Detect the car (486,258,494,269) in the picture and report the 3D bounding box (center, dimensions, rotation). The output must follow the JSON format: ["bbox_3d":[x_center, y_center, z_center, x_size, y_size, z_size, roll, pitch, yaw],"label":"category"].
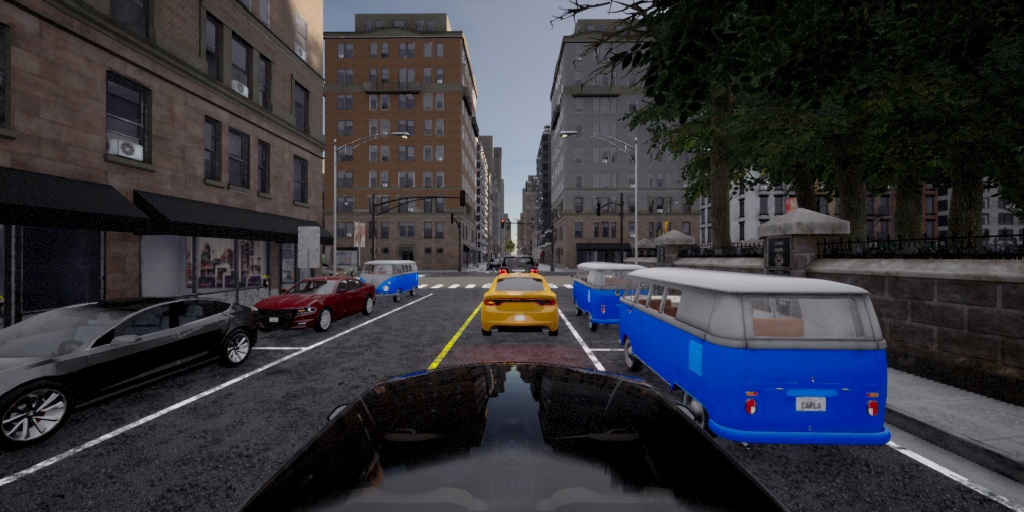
[{"bbox_3d":[-2.301,1.085,49.676,2.097,1.767,4.553,0,0,2],"label":"car"}]

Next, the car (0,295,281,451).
[{"bbox_3d":[-5.807,1.315,5.225,1.948,1.339,4.313,0,0,1],"label":"car"}]

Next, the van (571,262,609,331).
[{"bbox_3d":[2.830,1.089,10.723,1.690,1.789,3.998,0,0,1],"label":"van"}]

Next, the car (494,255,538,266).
[{"bbox_3d":[0.332,0.965,20.426,2.150,2.045,5.566,0,0,0],"label":"car"}]

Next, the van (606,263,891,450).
[{"bbox_3d":[2.716,1.091,5.066,1.690,1.789,3.998,0,0,1],"label":"van"}]

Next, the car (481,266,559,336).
[{"bbox_3d":[0.226,1.226,10.470,1.882,1.535,5.008,0,0,1],"label":"car"}]

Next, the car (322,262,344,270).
[{"bbox_3d":[-16.200,1.279,28.671,5.357,1.411,2.033,0,0,1],"label":"car"}]

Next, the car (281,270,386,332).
[{"bbox_3d":[-5.694,1.294,10.884,1.888,1.381,4.507,0,0,1],"label":"car"}]

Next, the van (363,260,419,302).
[{"bbox_3d":[-5.580,1.087,16.543,1.690,1.789,3.998,0,0,1],"label":"van"}]
